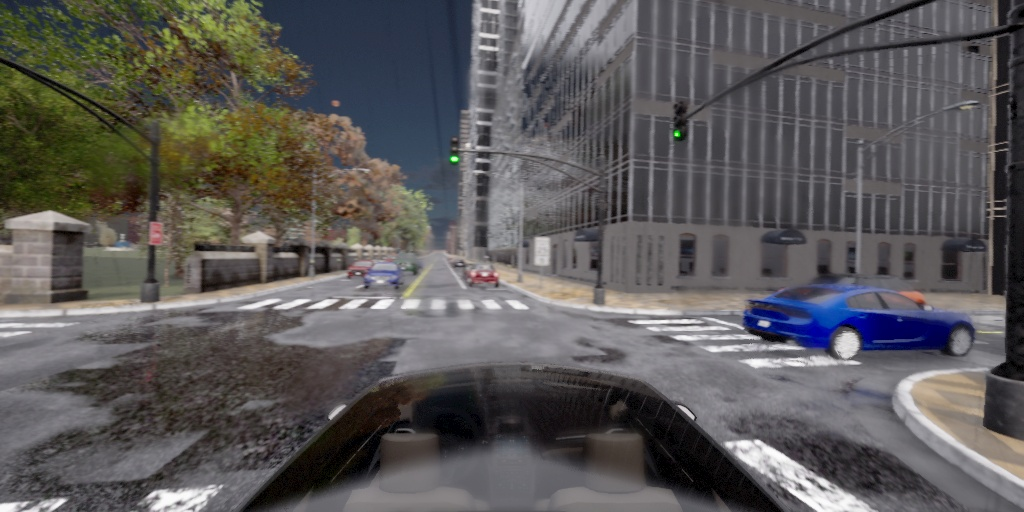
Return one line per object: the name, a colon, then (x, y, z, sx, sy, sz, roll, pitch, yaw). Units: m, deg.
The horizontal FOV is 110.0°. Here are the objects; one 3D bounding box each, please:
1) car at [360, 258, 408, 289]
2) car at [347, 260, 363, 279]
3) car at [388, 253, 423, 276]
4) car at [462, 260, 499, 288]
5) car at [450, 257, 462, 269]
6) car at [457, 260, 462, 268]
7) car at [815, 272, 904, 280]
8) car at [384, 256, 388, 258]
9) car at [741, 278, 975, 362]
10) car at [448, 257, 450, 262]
car: (-7.425, 1.080, 21.170, 1.812, 1.442, 4.674, 2, 0, -12)
car: (-11.376, 0.993, 27.657, 1.888, 1.381, 4.507, 0, 0, -11)
car: (-9.902, 0.719, 33.719, 2.150, 2.045, 5.566, 2, 0, -11)
car: (-2.054, 1.150, 23.718, 1.967, 1.591, 4.097, 0, 0, -11)
car: (-7.578, 1.139, 51.581, 1.948, 1.339, 4.313, 0, 0, -11)
car: (-3.159, 1.250, 29.290, 1.948, 1.339, 4.313, 0, 0, -11)
car: (11.225, 1.393, 12.181, 4.553, 1.767, 2.097, 2, 0, -9)
car: (-12.481, 0.972, 33.232, 2.007, 1.370, 4.403, 0, 0, -11)
car: (8.052, 1.424, 8.441, 5.008, 1.535, 1.882, 1, 0, -10)
car: (-8.683, 0.982, 57.154, 1.967, 1.591, 4.097, 0, 0, -11)
